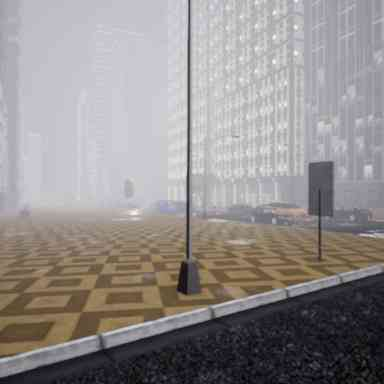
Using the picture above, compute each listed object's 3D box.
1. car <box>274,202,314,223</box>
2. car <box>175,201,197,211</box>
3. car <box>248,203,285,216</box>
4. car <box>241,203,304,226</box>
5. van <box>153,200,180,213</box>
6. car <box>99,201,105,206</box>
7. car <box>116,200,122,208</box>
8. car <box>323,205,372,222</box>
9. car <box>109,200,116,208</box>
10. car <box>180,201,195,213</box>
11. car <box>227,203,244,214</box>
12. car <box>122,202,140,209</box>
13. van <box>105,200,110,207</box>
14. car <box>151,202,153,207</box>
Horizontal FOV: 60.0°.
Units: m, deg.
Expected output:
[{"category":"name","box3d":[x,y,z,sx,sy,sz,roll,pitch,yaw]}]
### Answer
[{"category":"car","box3d":[8.043,1.645,28.048,2.097,1.767,4.553,0,-1,-26]},{"category":"car","box3d":[-1.088,2.307,54.220,1.837,1.490,4.892,0,-1,-24]},{"category":"car","box3d":[8.833,2.067,39.721,1.947,1.339,4.313,-1,-1,-26]},{"category":"car","box3d":[6.165,1.813,25.950,2.008,1.369,4.403,-1,-1,-26]},{"category":"van","box3d":[-3.603,2.004,46.222,1.690,1.788,3.998,-1,-1,-26]},{"category":"car","box3d":[-23.125,3.052,86.753,1.887,1.381,4.507,-1,-1,-26]},{"category":"car","box3d":[-13.289,2.601,66.334,1.752,1.417,4.829,-1,-1,-26]},{"category":"car","box3d":[13.715,1.853,29.587,2.008,1.369,4.403,-1,-1,-26]},{"category":"car","box3d":[-15.803,2.730,71.554,1.887,1.381,4.507,-1,-1,-26]},{"category":"car","box3d":[-1.301,2.030,47.497,2.097,1.767,4.553,0,-1,-25]},{"category":"car","box3d":[6.392,2.167,44.788,1.947,1.339,4.313,-1,-1,-26]},{"category":"car","box3d":[-10.921,2.524,61.420,2.008,1.369,4.403,-1,-1,-26]},{"category":"van","box3d":[-18.247,2.633,76.622,1.690,1.788,3.998,-1,-1,-26]},{"category":"car","box3d":[-5.568,2.592,63.442,1.895,1.301,4.718,0,-1,-26]}]
